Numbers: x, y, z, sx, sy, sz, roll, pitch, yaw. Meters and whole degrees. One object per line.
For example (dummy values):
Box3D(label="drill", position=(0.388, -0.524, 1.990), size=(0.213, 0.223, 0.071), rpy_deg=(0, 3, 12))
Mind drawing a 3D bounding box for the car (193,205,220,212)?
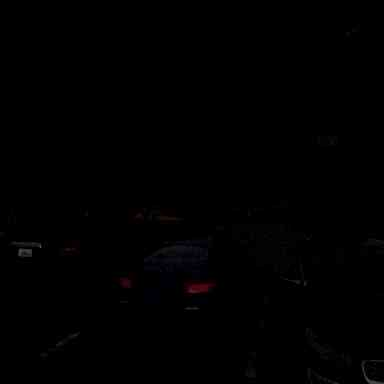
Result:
Box3D(label="car", position=(2.995, 3.449, 70.091), size=(5.366, 1.575, 1.946), rpy_deg=(0, -2, 15))

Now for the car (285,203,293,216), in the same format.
Box3D(label="car", position=(13.913, 2.977, 54.160), size=(5.566, 2.045, 2.435), rpy_deg=(1, -1, 15))

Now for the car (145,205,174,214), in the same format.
Box3D(label="car", position=(-5.650, 3.041, 57.903), size=(4.674, 1.452, 2.002), rpy_deg=(0, -2, 15))

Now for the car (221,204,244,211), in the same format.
Box3D(label="car", position=(9.748, 3.810, 79.885), size=(5.366, 1.575, 1.946), rpy_deg=(0, -2, 14))

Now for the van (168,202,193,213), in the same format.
Box3D(label="van", position=(-2.147, 2.955, 62.774), size=(4.442, 1.987, 1.878), rpy_deg=(0, -2, 15))

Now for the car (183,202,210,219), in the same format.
Box3D(label="car", position=(-1.556, 2.149, 31.929), size=(5.566, 2.045, 2.435), rpy_deg=(1, -1, 15))

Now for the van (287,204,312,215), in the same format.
Box3D(label="van", position=(20.613, 3.362, 64.065), size=(4.442, 1.987, 1.878), rpy_deg=(1, -1, 15))

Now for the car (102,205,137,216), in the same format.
Box3D(label="car", position=(-10.941, 2.747, 50.221), size=(4.792, 1.488, 2.163), rpy_deg=(0, -2, 15))

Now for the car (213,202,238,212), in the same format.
Box3D(label="car", position=(7.860, 3.472, 77.490), size=(5.566, 2.045, 2.435), rpy_deg=(0, -2, 15))

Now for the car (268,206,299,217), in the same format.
Box3D(label="car", position=(15.590, 3.318, 56.624), size=(5.008, 1.535, 2.097), rpy_deg=(1, -1, 15))

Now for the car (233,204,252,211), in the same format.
Box3D(label="car", position=(12.932, 3.868, 84.831), size=(4.553, 1.767, 2.185), rpy_deg=(0, -2, 14))

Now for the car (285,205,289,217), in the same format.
Box3D(label="car", position=(12.137, 3.166, 51.692), size=(4.792, 1.488, 2.163), rpy_deg=(1, -1, 15))

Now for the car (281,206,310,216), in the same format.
Box3D(label="car", position=(19.012, 3.500, 61.562), size=(5.008, 1.535, 2.097), rpy_deg=(1, -1, 15))

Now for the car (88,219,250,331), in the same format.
Box3D(label="car", position=(0.098, 1.527, 6.870), size=(2.002, 1.452, 4.674), rpy_deg=(0, -1, 15))

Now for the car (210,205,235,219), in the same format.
Box3D(label="car", position=(1.870, 2.593, 36.873), size=(5.008, 1.535, 2.097), rpy_deg=(1, -1, 15))

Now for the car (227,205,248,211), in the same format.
Box3D(label="car", position=(11.244, 3.904, 82.375), size=(4.892, 1.521, 2.231), rpy_deg=(0, -2, 14))

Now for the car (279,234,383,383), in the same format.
Box3D(label="car", position=(2.510, 1.488, 5.157), size=(2.231, 1.521, 4.892), rpy_deg=(1, -1, 16))

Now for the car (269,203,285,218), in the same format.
Box3D(label="car", position=(10.434, 2.794, 49.224), size=(5.566, 2.045, 2.435), rpy_deg=(1, -1, 15))

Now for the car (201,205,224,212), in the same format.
Box3D(label="car", position=(4.476, 3.572, 72.586), size=(4.792, 1.488, 2.163), rpy_deg=(0, -2, 15))

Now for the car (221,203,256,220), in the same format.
Box3D(label="car", position=(5.287, 2.649, 41.829), size=(4.553, 1.767, 2.185), rpy_deg=(1, -1, 15))

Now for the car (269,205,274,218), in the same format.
Box3D(label="car", position=(8.714, 2.984, 46.752), size=(4.792, 1.488, 2.163), rpy_deg=(1, -1, 15))

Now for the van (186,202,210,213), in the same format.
Box3D(label="van", position=(1.237, 3.136, 67.672), size=(4.442, 1.987, 1.878), rpy_deg=(0, -2, 15))

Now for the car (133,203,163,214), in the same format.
Box3D(label="car", position=(-7.312, 2.785, 55.447), size=(4.553, 1.767, 2.185), rpy_deg=(0, -2, 15))

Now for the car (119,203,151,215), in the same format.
Box3D(label="car", position=(-9.066, 2.695, 53.025), size=(4.553, 1.767, 2.185), rpy_deg=(0, -2, 15))

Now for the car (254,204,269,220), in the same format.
Box3D(label="car", position=(7.008, 2.613, 44.285), size=(5.566, 2.045, 2.435), rpy_deg=(1, -1, 15))

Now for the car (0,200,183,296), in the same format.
Box3D(label="car", position=(-2.309, 1.235, 8.619), size=(2.435, 2.045, 5.566), rpy_deg=(0, -1, 16))

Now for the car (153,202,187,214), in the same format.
Box3D(label="car", position=(-3.982, 2.840, 60.361), size=(5.566, 2.045, 2.435), rpy_deg=(0, -2, 15))

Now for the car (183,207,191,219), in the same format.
Box3D(label="car", position=(-3.142, 2.294, 29.401), size=(5.366, 1.575, 1.946), rpy_deg=(2, -2, 15))

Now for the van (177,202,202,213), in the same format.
Box3D(label="van", position=(-0.456, 3.045, 65.222), size=(4.442, 1.987, 1.878), rpy_deg=(0, -2, 15))

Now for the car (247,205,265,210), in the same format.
Box3D(label="car", position=(17.777, 4.294, 92.248), size=(4.792, 1.488, 2.163), rpy_deg=(0, -2, 13))

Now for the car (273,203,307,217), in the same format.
Box3D(label="car", position=(17.333, 3.159, 59.097), size=(5.566, 2.045, 2.435), rpy_deg=(1, -1, 15))

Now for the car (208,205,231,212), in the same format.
Box3D(label="car", position=(6.226, 3.662, 75.026), size=(4.792, 1.488, 2.163), rpy_deg=(0, -2, 15))

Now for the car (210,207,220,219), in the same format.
Box3D(label="car", position=(0.135, 2.538, 34.395), size=(4.674, 1.452, 2.002), rpy_deg=(1, -1, 15))

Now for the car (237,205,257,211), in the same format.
Box3D(label="car", position=(14.559, 4.084, 87.293), size=(5.008, 1.535, 2.097), rpy_deg=(0, -2, 14))
